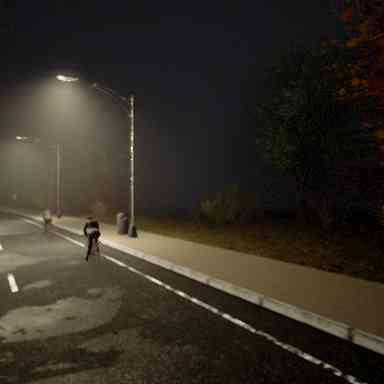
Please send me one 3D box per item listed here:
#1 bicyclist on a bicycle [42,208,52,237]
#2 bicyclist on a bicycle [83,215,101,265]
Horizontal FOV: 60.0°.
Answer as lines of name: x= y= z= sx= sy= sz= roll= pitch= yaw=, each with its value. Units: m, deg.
bicyclist on a bicycle: x=-8.286 y=1.751 z=19.094 sx=0.582 sy=1.620 sz=1.656 roll=0 pitch=-1 yaw=-33
bicyclist on a bicycle: x=-3.434 y=1.624 z=11.412 sx=0.582 sy=1.620 sz=1.656 roll=0 pitch=-1 yaw=-32
